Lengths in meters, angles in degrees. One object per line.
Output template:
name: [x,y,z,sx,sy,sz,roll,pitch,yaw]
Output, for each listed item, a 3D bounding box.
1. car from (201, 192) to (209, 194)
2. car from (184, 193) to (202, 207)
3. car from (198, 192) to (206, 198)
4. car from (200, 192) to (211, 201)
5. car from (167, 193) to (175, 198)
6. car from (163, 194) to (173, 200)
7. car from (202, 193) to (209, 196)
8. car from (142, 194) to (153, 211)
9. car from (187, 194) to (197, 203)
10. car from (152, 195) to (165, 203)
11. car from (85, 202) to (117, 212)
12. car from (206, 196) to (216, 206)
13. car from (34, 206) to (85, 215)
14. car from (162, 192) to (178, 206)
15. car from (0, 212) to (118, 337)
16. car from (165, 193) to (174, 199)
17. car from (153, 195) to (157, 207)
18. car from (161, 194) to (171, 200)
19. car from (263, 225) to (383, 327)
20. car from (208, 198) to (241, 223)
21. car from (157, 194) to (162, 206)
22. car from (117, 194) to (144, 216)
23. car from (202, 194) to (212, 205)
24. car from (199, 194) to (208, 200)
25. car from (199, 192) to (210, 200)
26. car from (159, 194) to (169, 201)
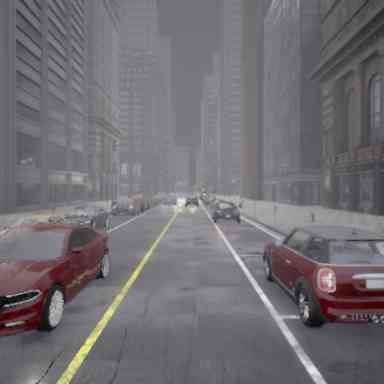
car: [2.739,1.090,57.675,1.967,1.590,4.097,0,0,0]
car: [0.012,1.228,45.352,1.837,1.490,4.892,0,1,0]
car: [2.728,0.914,91.491,1.967,1.590,4.097,0,0,0]
car: [2.735,0.903,68.945,2.192,1.841,5.009,0,0,0]
car: [-5.797,1.024,91.487,2.008,1.369,4.403,0,0,0]
car: [-5.793,1.095,80.214,1.947,1.339,4.313,0,0,0]
car: [2.742,1.264,52.040,1.802,1.307,4.206,0,0,0]
car: [-5.778,1.097,35.120,2.192,1.841,5.009,0,0,0]
car: [-0.020,1.142,59.893,1.837,1.490,4.892,0,0,0]
car: [-5.785,1.231,57.668,1.802,1.307,4.206,0,0,0]
car: [-5.771,1.435,18.211,2.008,1.369,4.403,0,0,0]
car: [2.748,1.364,35.130,1.802,1.307,4.206,0,0,0]
car: [-5.769,1.445,12.405,1.752,1.417,4.829,0,0,0]
car: [-3.098,1.207,48.084,1.837,1.490,4.892,0,1,0]
car: [-3.103,1.432,6.953,1.882,1.535,5.008,0,0,0]
car: [-5.795,1.067,85.850,1.947,1.339,4.313,0,0,0]
car: [-5.779,1.314,40.758,1.947,1.339,4.313,0,0,0]
car: [-5.791,1.140,74.577,1.802,1.307,4.206,0,0,0]
car: [2.757,1.395,6.948,1.967,1.590,4.097,0,0,0]
car: [2.344,1.376,23.828,1.812,1.442,4.674,0,0,0]
car: [-5.781,1.280,46.394,1.947,1.339,4.313,0,0,0]
car: [-5.776,1.256,29.484,1.967,1.590,4.097,0,0,0]
car: [2.744,1.296,46.403,1.802,1.307,4.206,0,0,0]
car: [2.732,1.095,80.219,1.947,1.339,4.313,0,0,0]
car: [2.733,0.873,74.582,2.192,1.841,5.009,0,0,0]
car: [-5.789,1.114,68.770,1.752,1.417,4.829,0,0,0]
